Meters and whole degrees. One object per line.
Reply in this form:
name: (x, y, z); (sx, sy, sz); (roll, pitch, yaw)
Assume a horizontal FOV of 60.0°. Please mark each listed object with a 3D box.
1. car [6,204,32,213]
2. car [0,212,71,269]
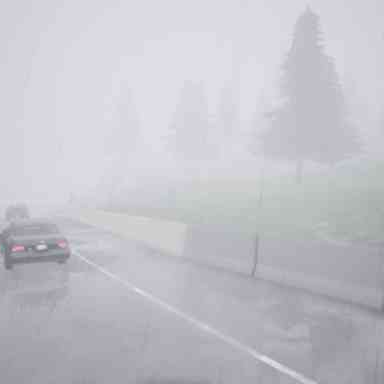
car: (-16.268, 1.851, 31.240); (1.837, 1.490, 4.892); (0, 0, -25)
car: (-5.711, 1.681, 11.845); (2.033, 1.411, 5.357); (1, -1, -32)
